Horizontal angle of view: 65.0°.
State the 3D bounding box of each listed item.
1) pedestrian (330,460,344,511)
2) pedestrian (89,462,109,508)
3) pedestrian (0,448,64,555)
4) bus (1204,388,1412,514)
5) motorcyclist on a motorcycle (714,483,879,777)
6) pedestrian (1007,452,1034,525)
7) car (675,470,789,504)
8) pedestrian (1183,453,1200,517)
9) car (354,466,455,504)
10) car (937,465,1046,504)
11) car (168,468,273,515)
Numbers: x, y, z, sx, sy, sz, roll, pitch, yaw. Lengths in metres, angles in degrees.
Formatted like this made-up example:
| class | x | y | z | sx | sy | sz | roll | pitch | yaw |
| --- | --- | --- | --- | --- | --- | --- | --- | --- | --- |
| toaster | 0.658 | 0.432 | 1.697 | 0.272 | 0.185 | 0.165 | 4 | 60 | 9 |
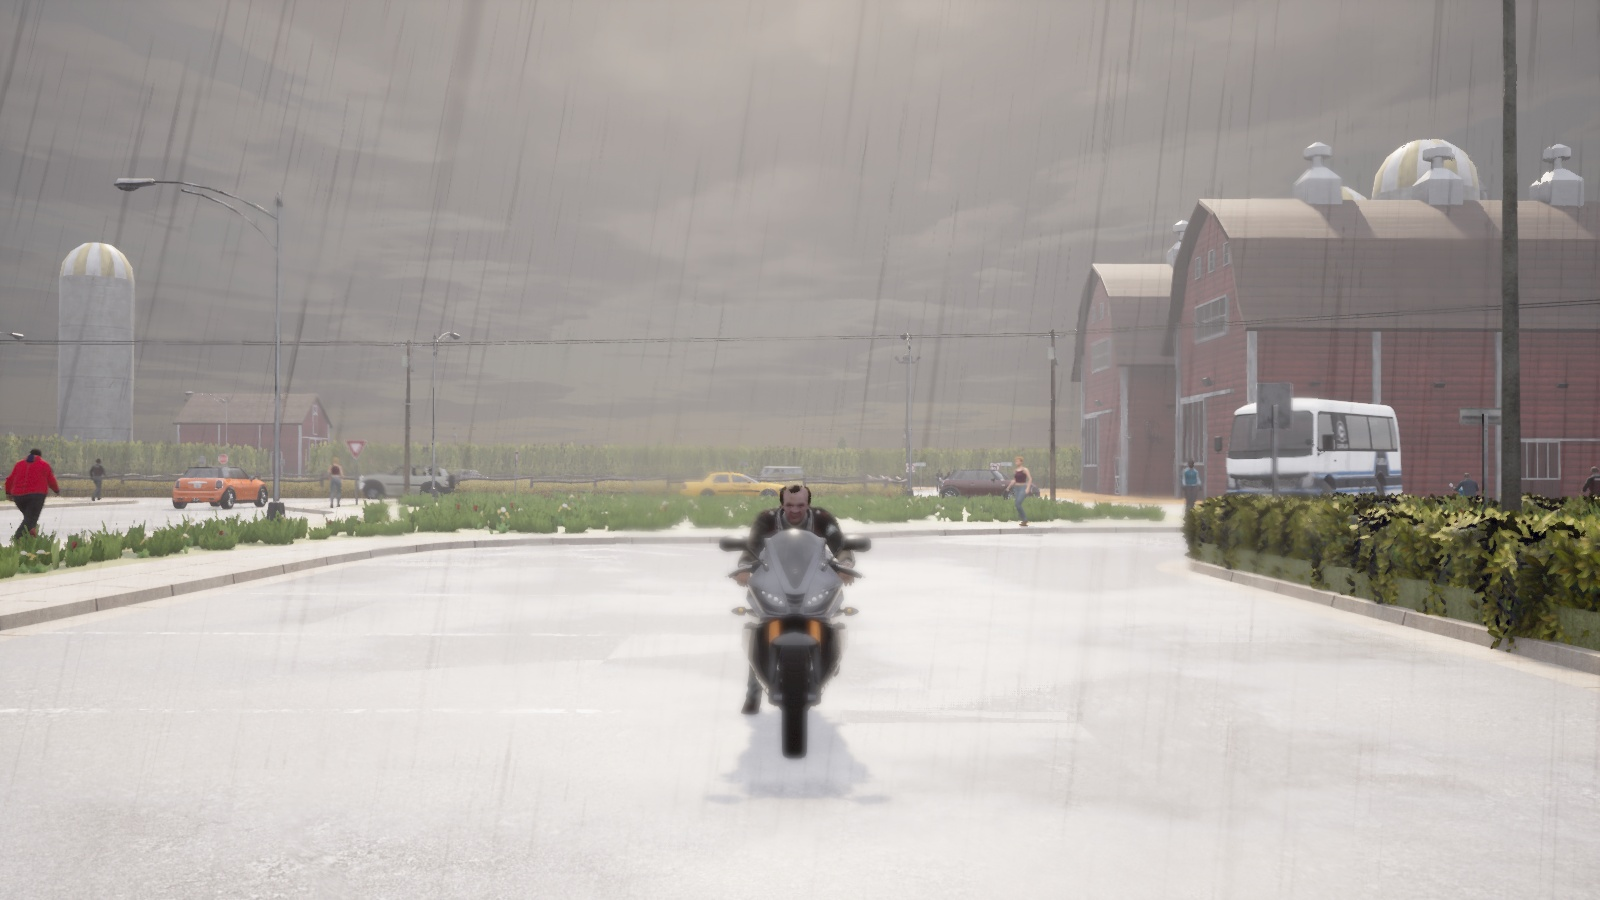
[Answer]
| class | x | y | z | sx | sy | sz | roll | pitch | yaw |
| --- | --- | --- | --- | --- | --- | --- | --- | --- | --- |
| pedestrian | -16.820 | 1.301 | 45.603 | 0.345 | 1.836 | 0.594 | 0 | -1 | -6 |
| pedestrian | -29.932 | 1.487 | 53.595 | 0.402 | 1.930 | 0.666 | 0 | -1 | 12 |
| pedestrian | -13.557 | 0.895 | 22.161 | 0.634 | 1.844 | 0.899 | 0 | -1 | -2 |
| bus | 19.396 | 0.097 | 47.396 | 3.944 | 4.253 | 10.273 | -3 | -2 | 41 |
| motorcyclist on a motorcycle | -0.023 | 0.979 | 7.742 | 0.866 | 1.530 | 2.191 | 0 | -1 | 0 |
| pedestrian | 5.643 | 0.986 | 32.132 | 0.594 | 1.836 | 0.345 | 0 | -1 | -30 |
| car | -3.219 | 1.778 | 60.367 | 5.366 | 1.575 | 1.801 | 0 | -1 | 0 |
| pedestrian | 12.038 | 1.068 | 38.608 | 0.396 | 1.930 | 0.692 | 0 | -1 | 8 |
| car | -19.976 | 1.779 | 63.561 | 4.605 | 1.855 | 1.932 | 1 | -2 | -8 |
| car | 8.877 | 1.589 | 58.289 | 4.553 | 1.767 | 2.097 | -1 | -1 | 26 |
| car | -22.878 | 1.599 | 49.820 | 2.097 | 1.767 | 4.553 | 0 | -1 | -1 |
